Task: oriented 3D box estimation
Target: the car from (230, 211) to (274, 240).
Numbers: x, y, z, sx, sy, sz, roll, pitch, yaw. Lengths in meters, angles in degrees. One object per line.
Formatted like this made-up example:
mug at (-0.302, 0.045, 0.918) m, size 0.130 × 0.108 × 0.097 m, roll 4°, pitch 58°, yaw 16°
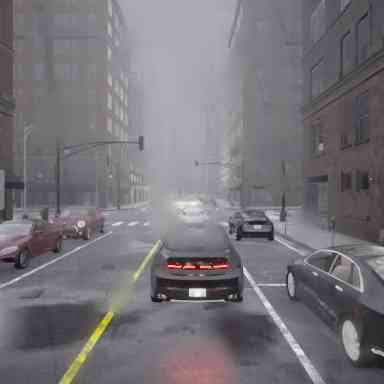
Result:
car at (2.858, 1.564, 16.546) m, size 1.947 × 1.339 × 4.313 m, roll 0°, pitch 0°, yaw 0°

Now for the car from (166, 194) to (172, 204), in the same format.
car at (-5.605, 1.595, 64.467) m, size 2.008 × 1.369 × 4.403 m, roll 0°, pitch 0°, yaw 0°

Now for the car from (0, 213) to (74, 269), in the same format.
car at (-5.668, 1.580, 11.046) m, size 1.802 × 1.307 × 4.206 m, roll 0°, pitch 0°, yaw 0°

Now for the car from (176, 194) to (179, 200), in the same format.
car at (-5.554, 1.441, 91.510) m, size 2.192 × 1.841 × 5.009 m, roll 0°, pitch 0°, yaw 0°

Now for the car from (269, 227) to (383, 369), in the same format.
car at (2.856, 1.550, 5.543) m, size 2.008 × 1.369 × 4.403 m, roll 0°, pitch 0°, yaw 0°

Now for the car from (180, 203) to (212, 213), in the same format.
car at (0.079, 1.523, 17.566) m, size 1.812 × 1.442 × 4.674 m, roll 0°, pitch 0°, yaw -1°

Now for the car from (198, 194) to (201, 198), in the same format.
car at (2.939, 1.511, 75.272) m, size 1.967 × 1.590 × 4.097 m, roll 0°, pitch 0°, yaw 0°

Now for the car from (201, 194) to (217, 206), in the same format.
car at (2.897, 1.467, 53.636) m, size 1.967 × 1.590 × 4.097 m, roll 0°, pitch 0°, yaw 0°

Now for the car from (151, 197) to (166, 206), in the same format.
car at (-5.627, 1.609, 53.650) m, size 1.802 × 1.307 × 4.206 m, roll 0°, pitch 0°, yaw 0°

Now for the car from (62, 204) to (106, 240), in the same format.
car at (-5.668, 1.438, 16.547) m, size 1.967 × 1.590 × 4.097 m, roll 0°, pitch 0°, yaw 0°

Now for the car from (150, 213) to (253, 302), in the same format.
car at (0.099, 1.504, 8.211) m, size 1.837 × 1.490 × 4.892 m, roll 0°, pitch 0°, yaw 0°

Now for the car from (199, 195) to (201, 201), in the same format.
car at (2.919, 1.596, 64.453) m, size 2.008 × 1.369 × 4.403 m, roll 0°, pitch 0°, yaw 0°

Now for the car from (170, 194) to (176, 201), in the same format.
car at (-5.575, 1.612, 80.523) m, size 1.752 × 1.417 × 4.829 m, roll 0°, pitch 0°, yaw 0°
